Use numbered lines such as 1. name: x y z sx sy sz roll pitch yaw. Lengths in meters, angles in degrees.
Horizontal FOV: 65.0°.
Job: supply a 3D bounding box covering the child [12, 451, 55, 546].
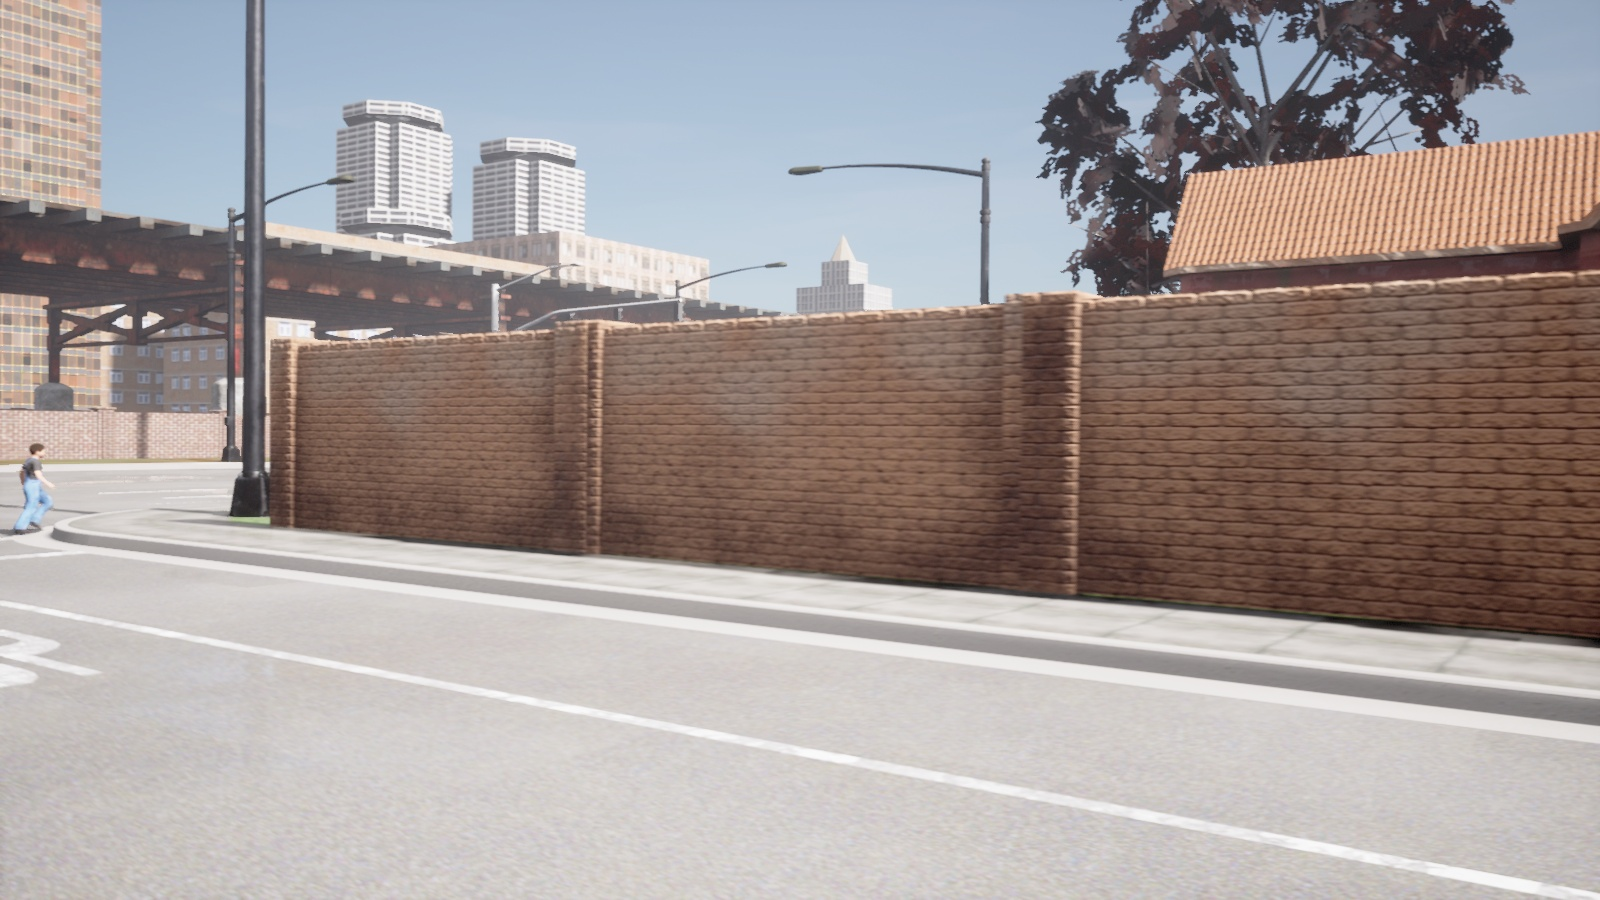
1. child: -10.369 0.648 16.986 0.437 1.263 0.270 -1 1 -43
